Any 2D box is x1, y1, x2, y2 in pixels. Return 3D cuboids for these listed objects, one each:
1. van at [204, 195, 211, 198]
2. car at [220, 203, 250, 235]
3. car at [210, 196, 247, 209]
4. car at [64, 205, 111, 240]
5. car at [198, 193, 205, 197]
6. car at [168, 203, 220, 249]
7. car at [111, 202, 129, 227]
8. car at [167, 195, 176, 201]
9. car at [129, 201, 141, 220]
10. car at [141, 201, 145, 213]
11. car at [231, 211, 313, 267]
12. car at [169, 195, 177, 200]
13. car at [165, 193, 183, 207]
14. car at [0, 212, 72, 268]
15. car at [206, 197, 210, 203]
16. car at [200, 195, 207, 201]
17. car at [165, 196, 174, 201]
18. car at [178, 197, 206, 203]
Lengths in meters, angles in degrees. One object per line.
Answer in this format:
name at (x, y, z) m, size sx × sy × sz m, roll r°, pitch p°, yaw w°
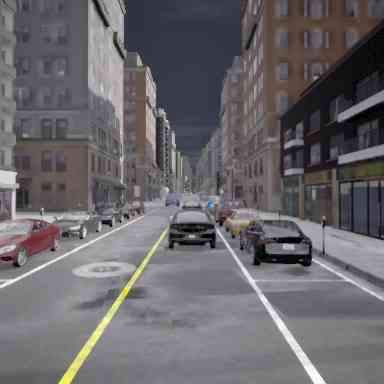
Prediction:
van at (2.678, 1.344, 39.655) m, size 1.690 × 1.788 × 3.998 m, roll 1°, pitch 0°, yaw 0°
car at (2.675, 1.526, 17.131) m, size 1.752 × 1.417 × 4.829 m, roll 1°, pitch 0°, yaw 0°
car at (2.677, 1.316, 22.635) m, size 2.192 × 1.841 × 5.009 m, roll 1°, pitch 0°, yaw 0°
car at (-5.850, 1.551, 16.966) m, size 2.008 × 1.369 × 4.403 m, roll 1°, pitch 0°, yaw 0°
car at (2.989, 1.566, 82.992) m, size 1.947 × 1.339 × 4.313 m, roll 1°, pitch 0°, yaw 1°
car at (0.000, 1.486, 14.650) m, size 1.882 × 1.535 × 5.008 m, roll 0°, pitch 0°, yaw 0°
car at (-5.851, 1.567, 22.639) m, size 1.947 × 1.339 × 4.313 m, roll 1°, pitch 0°, yaw 0°
car at (-5.465, 1.566, 88.626) m, size 1.947 × 1.339 × 4.313 m, roll 1°, pitch 0°, yaw 1°
car at (-5.850, 1.568, 28.312) m, size 1.947 × 1.339 × 4.313 m, roll 1°, pitch 0°, yaw 0°
car at (-5.850, 1.547, 33.985) m, size 1.887 × 1.381 × 4.507 m, roll 1°, pitch 0°, yaw 0°
car at (2.675, 1.565, 11.288) m, size 1.947 × 1.339 × 4.313 m, roll 1°, pitch 0°, yaw 0°
car at (-5.394, 1.550, 94.155) m, size 2.008 × 1.369 × 4.403 m, roll 1°, pitch 0°, yaw 1°
car at (-3.000, 1.331, 52.623) m, size 2.150 × 2.045 × 5.566 m, roll 0°, pitch 0°, yaw 0°
car at (-5.851, 1.581, 11.293) m, size 1.802 × 1.307 × 4.206 m, roll 1°, pitch 0°, yaw 0°
car at (2.676, 1.528, 34.152) m, size 1.752 × 1.417 × 4.829 m, roll 1°, pitch 0°, yaw 0°
car at (3.060, 1.544, 88.523) m, size 1.887 × 1.381 × 4.507 m, roll 1°, pitch 0°, yaw 1°
car at (-5.536, 1.583, 83.097) m, size 1.802 × 1.307 × 4.206 m, roll 1°, pitch 0°, yaw 1°
car at (0.000, 1.488, 29.651) m, size 1.882 × 1.535 × 5.008 m, roll 0°, pitch 0°, yaw 0°
